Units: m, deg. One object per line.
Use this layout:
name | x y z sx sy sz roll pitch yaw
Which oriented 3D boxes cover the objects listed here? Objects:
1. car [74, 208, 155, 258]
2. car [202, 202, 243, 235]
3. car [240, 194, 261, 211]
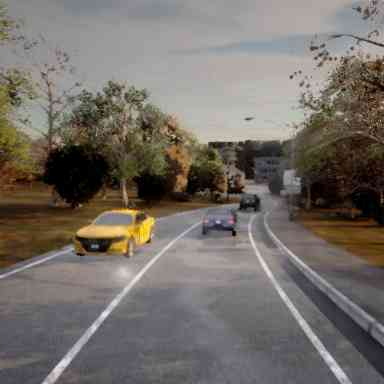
car | -2.768 1.428 12.887 1.882 1.535 5.008 1 0 6
car | 1.693 1.540 19.010 2.033 1.411 5.357 1 0 9
car | 7.437 1.262 42.317 2.150 2.045 5.566 2 0 18
